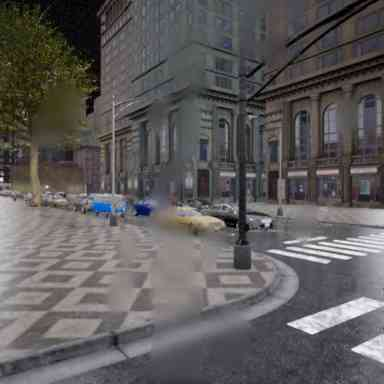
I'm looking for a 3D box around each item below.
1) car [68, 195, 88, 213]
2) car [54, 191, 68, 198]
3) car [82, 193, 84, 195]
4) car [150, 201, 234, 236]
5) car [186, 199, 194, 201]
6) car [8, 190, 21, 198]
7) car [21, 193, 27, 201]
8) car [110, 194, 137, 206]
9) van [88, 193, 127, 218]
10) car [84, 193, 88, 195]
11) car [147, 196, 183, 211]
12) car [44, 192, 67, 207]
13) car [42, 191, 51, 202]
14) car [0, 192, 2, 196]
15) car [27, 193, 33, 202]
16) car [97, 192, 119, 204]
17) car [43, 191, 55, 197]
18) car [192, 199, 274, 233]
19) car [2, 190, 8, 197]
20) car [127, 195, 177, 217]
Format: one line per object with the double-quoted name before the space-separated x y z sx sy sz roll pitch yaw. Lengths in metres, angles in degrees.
"car" -9.997 1.234 31.711 2.008 1.369 4.403 1 0 -35
"car" -28.962 0.593 73.342 1.887 1.381 4.507 1 0 -35
"car" -16.001 0.916 54.991 2.008 1.369 4.403 1 0 -35
"car" -0.175 1.401 17.802 1.752 1.417 4.829 1 0 -35
"car" 0.202 1.322 32.048 1.947 1.339 4.313 1 0 -35
"car" -35.921 0.486 68.421 1.967 1.590 4.097 1 0 -35
"car" -26.201 0.833 54.656 2.008 1.369 4.403 1 0 -35
"car" -9.520 1.080 45.816 2.008 1.369 4.403 1 0 -35
"van" -6.754 1.094 27.122 1.690 1.788 3.998 1 0 -35
"car" -9.465 1.138 35.574 2.128 1.511 4.902 0 1 -35
"car" -3.037 1.230 36.636 1.887 1.381 4.507 1 0 -35
"car" -16.381 1.054 40.753 1.752 1.417 4.829 1 0 -35
"car" -19.720 0.995 45.480 2.008 1.369 4.403 1 0 -35
"car" -45.644 0.257 82.186 1.967 1.590 4.097 1 0 -35
"car" -22.961 0.914 50.068 2.008 1.369 4.403 1 0 -35
"car" -12.758 0.887 50.403 1.967 1.590 4.097 1 0 -35
"car" -35.444 0.477 82.518 1.802 1.307 4.206 1 0 -35
"car" 2.386 1.375 18.789 2.128 1.511 4.902 0 1 -36
"car" -42.403 0.333 77.597 1.967 1.590 4.097 1 0 -35
"car" -3.056 1.262 26.484 1.882 1.535 5.008 0 1 -35
